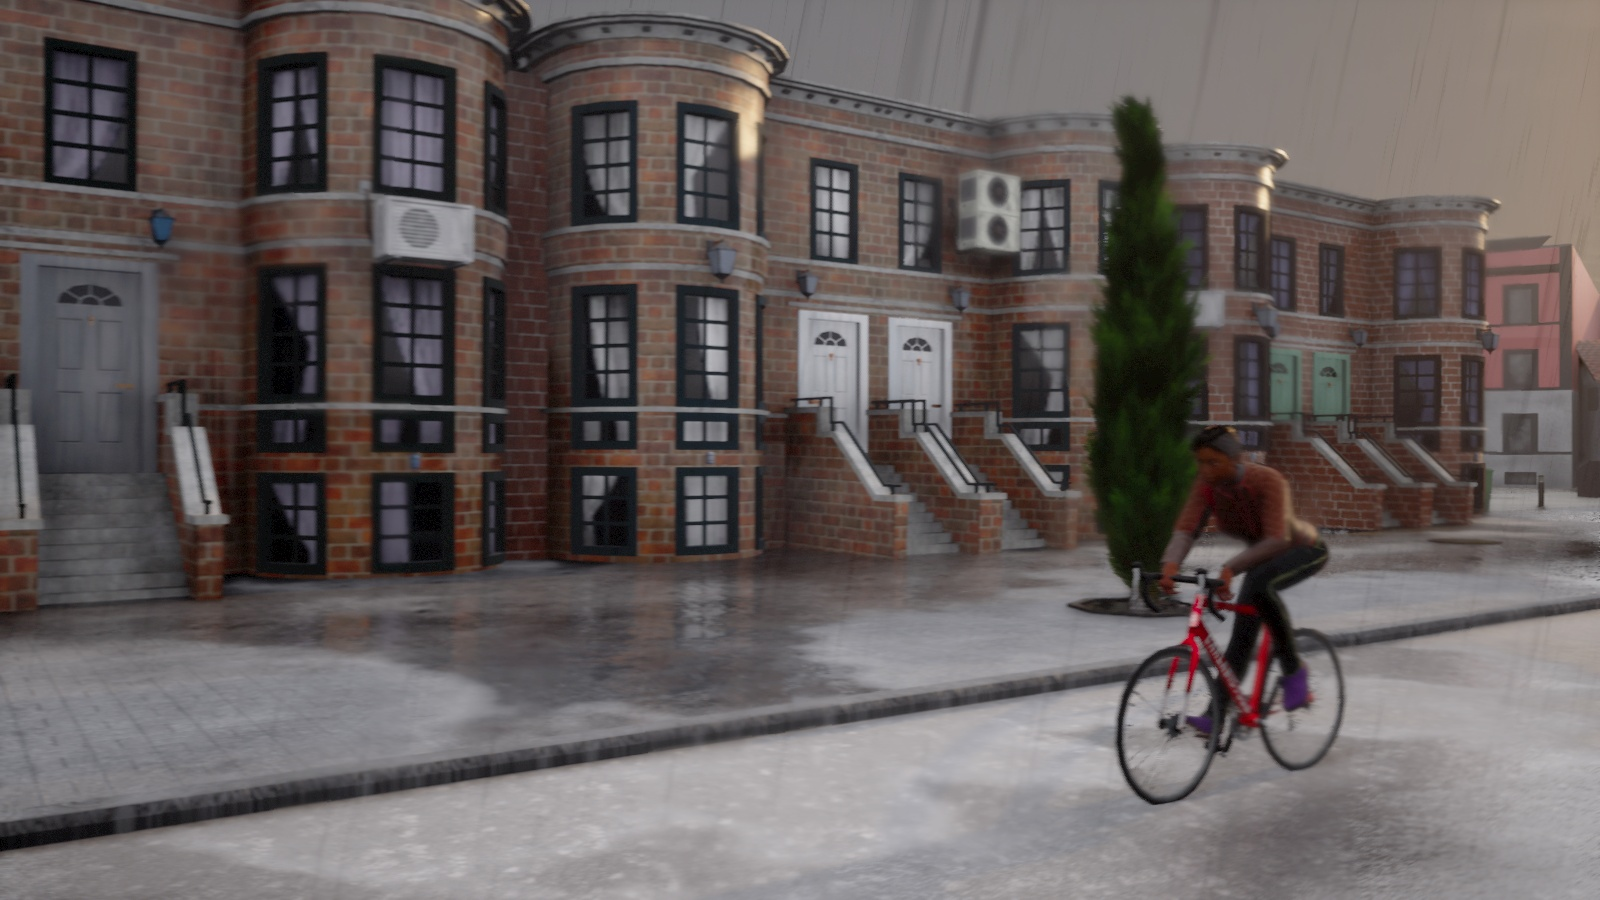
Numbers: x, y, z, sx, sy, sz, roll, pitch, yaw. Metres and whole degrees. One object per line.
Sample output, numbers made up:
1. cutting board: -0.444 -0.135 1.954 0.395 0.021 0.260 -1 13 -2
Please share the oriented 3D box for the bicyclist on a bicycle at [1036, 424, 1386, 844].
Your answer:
1. bicyclist on a bicycle: 1.853 0.707 5.557 1.656 1.620 0.582 0 0 -35
